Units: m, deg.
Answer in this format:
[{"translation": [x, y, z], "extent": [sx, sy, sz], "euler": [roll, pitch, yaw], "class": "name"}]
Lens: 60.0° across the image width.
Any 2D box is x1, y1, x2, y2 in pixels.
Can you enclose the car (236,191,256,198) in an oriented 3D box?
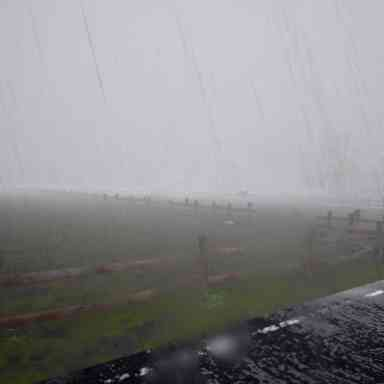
[{"translation": [11.585, 0.519, 71.589], "extent": [1.837, 1.490, 4.892], "euler": [2, 0, -35], "class": "car"}]
